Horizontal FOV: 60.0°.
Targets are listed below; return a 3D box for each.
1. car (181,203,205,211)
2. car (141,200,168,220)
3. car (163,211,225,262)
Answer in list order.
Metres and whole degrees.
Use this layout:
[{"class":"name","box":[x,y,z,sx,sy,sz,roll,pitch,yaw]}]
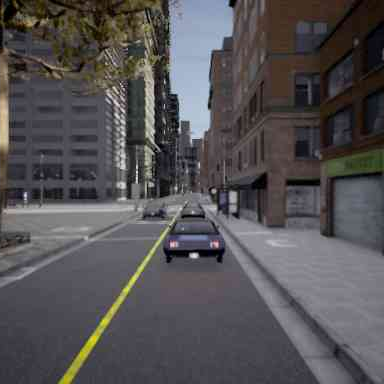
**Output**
[{"class":"car","box":[0.077,1.567,27.936,1.994,1.385,4.181,0,0,0]},{"class":"car","box":[-3.095,1.509,28.336,1.837,1.490,4.892,0,0,0]},{"class":"car","box":[0.078,1.604,12.127,1.895,1.301,4.718,0,0,0]}]
